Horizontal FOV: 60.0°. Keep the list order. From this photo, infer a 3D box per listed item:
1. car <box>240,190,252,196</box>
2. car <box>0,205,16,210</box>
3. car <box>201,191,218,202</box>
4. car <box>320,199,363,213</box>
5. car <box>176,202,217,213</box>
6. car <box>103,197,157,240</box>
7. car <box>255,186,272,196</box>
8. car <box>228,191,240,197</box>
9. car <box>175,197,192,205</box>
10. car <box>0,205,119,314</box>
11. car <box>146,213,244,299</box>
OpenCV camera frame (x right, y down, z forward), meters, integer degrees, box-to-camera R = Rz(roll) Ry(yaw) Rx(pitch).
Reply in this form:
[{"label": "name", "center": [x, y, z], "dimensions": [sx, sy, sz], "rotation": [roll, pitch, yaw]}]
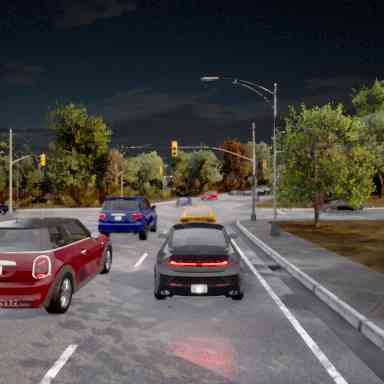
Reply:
[{"label": "car", "center": [14.627, 0.266, 84.324], "dimensions": [1.994, 1.385, 4.181], "rotation": [0, 3, 33]}, {"label": "car", "center": [-21.410, 1.831, 35.672], "dimensions": [4.718, 1.301, 1.895], "rotation": [-1, 0, 4]}, {"label": "car", "center": [3.783, 0.882, 71.156], "dimensions": [2.150, 2.045, 5.566], "rotation": [0, 2, 23]}, {"label": "car", "center": [16.391, 1.530, 37.011], "dimensions": [4.902, 1.511, 2.128], "rotation": [-1, 0, 4]}, {"label": "car", "center": [0.348, 1.518, 17.846], "dimensions": [1.882, 1.535, 5.008], "rotation": [0, 0, 2]}, {"label": "car", "center": [-3.181, 1.260, 17.364], "dimensions": [2.150, 2.045, 5.566], "rotation": [0, 0, 2]}, {"label": "car", "center": [17.947, 0.149, 83.044], "dimensions": [1.882, 1.535, 5.008], "rotation": [0, 3, 33]}, {"label": "car", "center": [10.905, 0.340, 84.957], "dimensions": [2.033, 1.411, 5.357], "rotation": [0, 3, 31]}, {"label": "car", "center": [-1.343, 1.621, 56.887], "dimensions": [1.812, 1.442, 4.674], "rotation": [0, 1, 17]}, {"label": "car", "center": [-3.353, 1.362, 7.801], "dimensions": [2.097, 1.767, 4.553], "rotation": [0, 0, 1]}, {"label": "car", "center": [0.154, 1.516, 8.467], "dimensions": [1.837, 1.490, 4.892], "rotation": [0, 0, 1]}]
